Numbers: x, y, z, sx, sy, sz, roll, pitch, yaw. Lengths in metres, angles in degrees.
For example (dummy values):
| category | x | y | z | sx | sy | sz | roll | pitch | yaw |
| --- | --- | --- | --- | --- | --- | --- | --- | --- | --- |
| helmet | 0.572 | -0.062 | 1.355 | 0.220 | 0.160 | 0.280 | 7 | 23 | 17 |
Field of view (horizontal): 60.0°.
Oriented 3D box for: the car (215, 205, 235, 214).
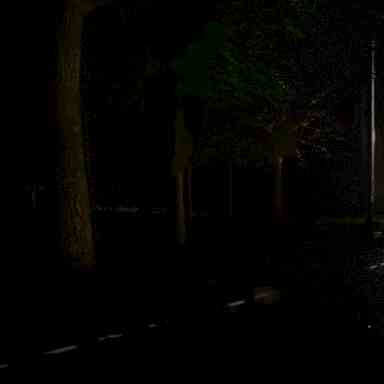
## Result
| category | x | y | z | sx | sy | sz | roll | pitch | yaw |
| --- | --- | --- | --- | --- | --- | --- | --- | --- | --- |
| car | 7.700 | 3.999 | 78.721 | 2.150 | 2.045 | 5.566 | -1 | -1 | -35 |

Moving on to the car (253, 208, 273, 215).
| category | x | y | z | sx | sy | sz | roll | pitch | yaw |
| --- | --- | --- | --- | --- | --- | --- | --- | --- | --- |
| car | 14.603 | 3.948 | 68.746 | 1.994 | 1.385 | 4.181 | -1 | -2 | -35 |
